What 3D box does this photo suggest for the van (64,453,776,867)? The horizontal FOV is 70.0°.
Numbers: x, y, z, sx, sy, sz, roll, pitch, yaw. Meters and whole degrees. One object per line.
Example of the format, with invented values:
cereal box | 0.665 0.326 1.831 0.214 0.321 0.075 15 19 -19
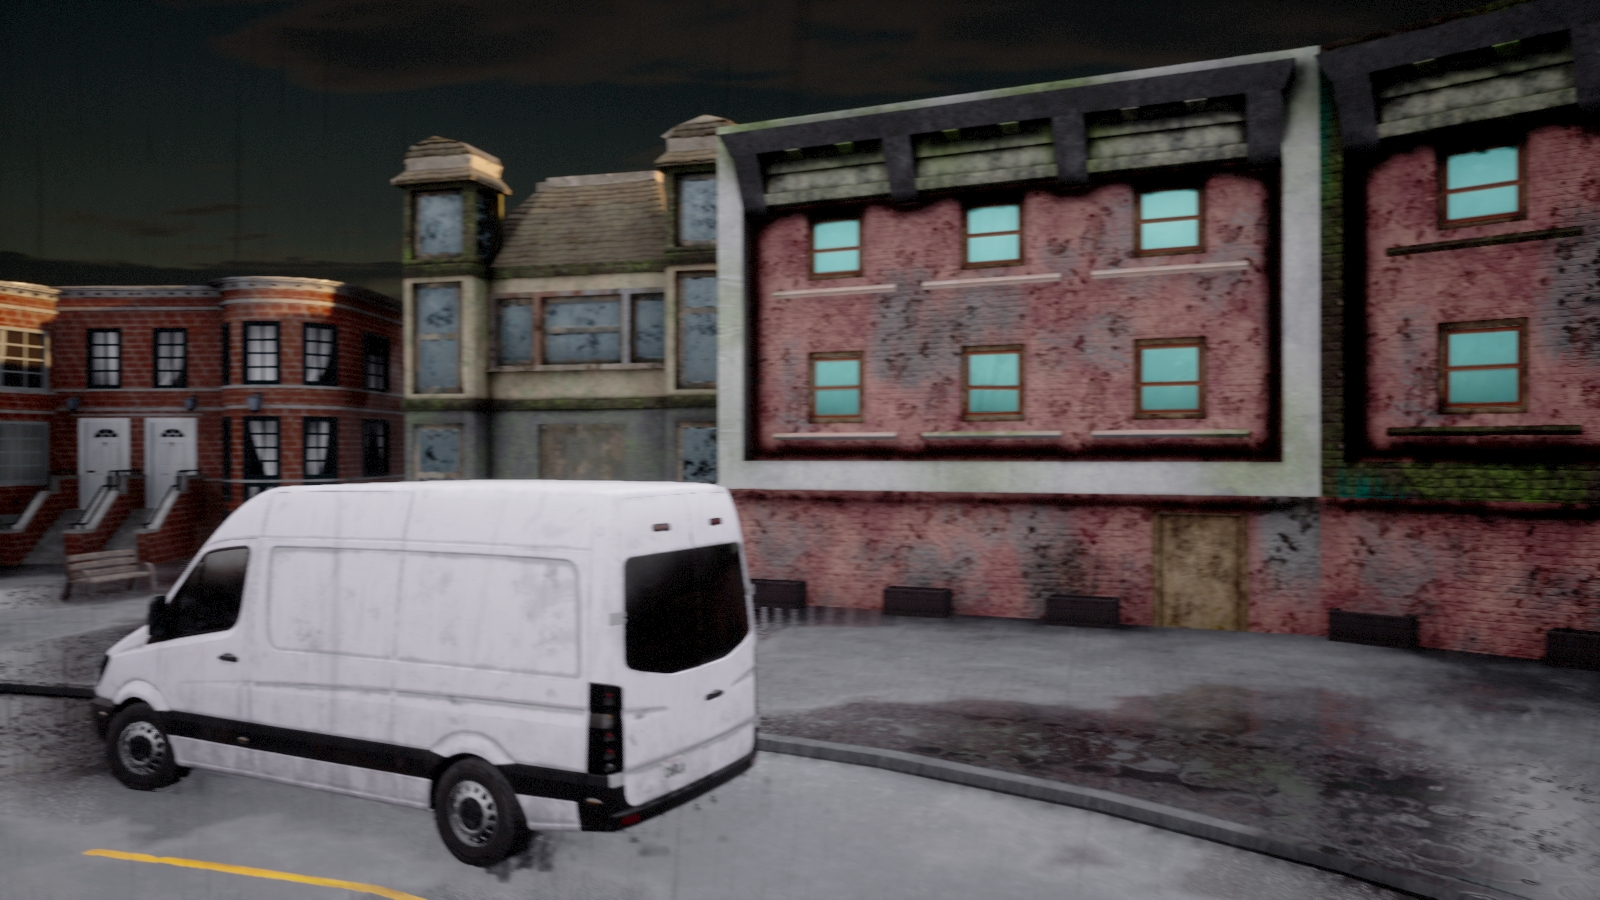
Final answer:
van | -3.268 1.316 9.350 5.915 2.561 1.988 0 0 28
